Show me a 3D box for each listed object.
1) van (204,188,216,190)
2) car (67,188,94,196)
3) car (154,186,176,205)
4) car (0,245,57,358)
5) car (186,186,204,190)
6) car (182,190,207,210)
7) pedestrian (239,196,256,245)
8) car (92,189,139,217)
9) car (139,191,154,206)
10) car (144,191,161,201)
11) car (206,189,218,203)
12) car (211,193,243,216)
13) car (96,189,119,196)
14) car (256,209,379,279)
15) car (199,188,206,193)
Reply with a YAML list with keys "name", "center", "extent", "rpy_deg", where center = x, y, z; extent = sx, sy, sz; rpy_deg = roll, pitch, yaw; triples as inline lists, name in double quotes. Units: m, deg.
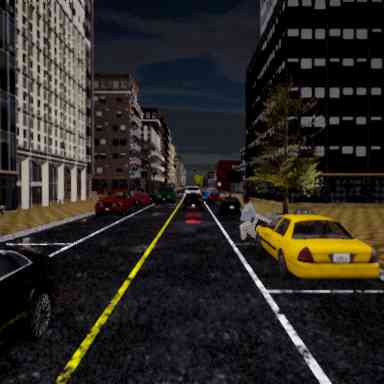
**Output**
- name: "van"
  center: [2.763, 0.309, 47.379]
  extent: [1.690, 1.788, 3.998]
  rpy_deg: [0, 1, 0]
- name: "car"
  center: [-22.812, -0.010, 68.231]
  extent: [4.829, 1.417, 1.752]
  rpy_deg: [0, 1, 0]
- name: "car"
  center: [-3.017, 0.371, 38.867]
  extent: [2.150, 2.045, 5.566]
  rpy_deg: [0, 1, 0]
- name: "car"
  center: [-3.094, 1.412, 3.434]
  extent: [2.128, 1.511, 4.902]
  rpy_deg: [0, 1, 0]
- name: "car"
  center: [0.122, 0.244, 44.489]
  extent: [2.150, 2.045, 5.566]
  rpy_deg: [0, 0, 1]
- name: "car"
  center: [0.131, 0.834, 30.469]
  extent: [1.837, 1.490, 4.892]
  rpy_deg: [0, 1, 0]
- name: "pedestrian"
  center: [2.055, 1.019, 12.261]
  extent: [0.375, 1.860, 0.375]
  rpy_deg: [0, 1, 0]
- name: "car"
  center: [-5.632, 0.770, 24.672]
  extent: [2.192, 1.841, 5.009]
  rpy_deg: [0, 1, 0]
- name: "car"
  center: [-5.609, 0.755, 36.053]
  extent: [1.887, 1.381, 4.507]
  rpy_deg: [0, 1, 0]
- name: "car"
  center: [-5.585, 0.534, 47.428]
  extent: [1.947, 1.339, 4.313]
  rpy_deg: [0, 1, 0]
- name: "car"
  center: [2.750, 0.671, 41.697]
  extent: [1.802, 1.307, 4.206]
  rpy_deg: [0, 1, 0]
- name: "car"
  center: [2.714, 1.021, 24.633]
  extent: [1.947, 1.339, 4.313]
  rpy_deg: [0, 1, 0]
- name: "car"
  center: [-17.319, 0.056, 68.233]
  extent: [4.206, 1.307, 1.802]
  rpy_deg: [0, 1, 0]
- name: "car"
  center: [3.020, 1.247, 9.266]
  extent: [1.801, 1.575, 5.366]
  rpy_deg: [0, 1, 0]
- name: "car"
  center: [2.891, -0.436, 92.331]
  extent: [1.752, 1.417, 4.829]
  rpy_deg: [0, 1, 0]
